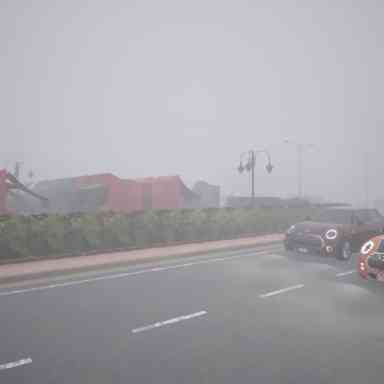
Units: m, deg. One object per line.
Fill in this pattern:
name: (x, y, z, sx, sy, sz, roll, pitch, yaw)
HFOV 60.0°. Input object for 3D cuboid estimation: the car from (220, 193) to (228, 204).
car: (6.153, 1.222, 80.269, 1.905, 1.878, 3.866, 0, 0, -36)

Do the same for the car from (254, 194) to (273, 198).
car: (14.242, 1.459, 64.553, 1.970, 1.475, 3.806, 0, 0, -36)

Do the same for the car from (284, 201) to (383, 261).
car: (5.531, 1.357, 12.432, 4.553, 1.767, 2.097, 0, 0, -36)

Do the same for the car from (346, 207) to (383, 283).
car: (6.289, 1.352, 8.642, 4.553, 1.767, 2.097, 0, 0, -36)

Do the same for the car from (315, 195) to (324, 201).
car: (16.122, 1.425, 47.245, 1.784, 1.438, 3.905, 0, 0, -36)

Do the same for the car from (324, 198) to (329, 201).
car: (18.463, 1.457, 48.948, 1.970, 1.475, 3.806, 0, 0, -36)

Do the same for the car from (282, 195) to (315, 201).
car: (13.981, 1.215, 45.626, 1.932, 1.855, 4.605, 0, 0, -36)

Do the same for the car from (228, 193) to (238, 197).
car: (8.525, 1.219, 81.928, 1.932, 1.855, 4.605, 0, 0, -36)
